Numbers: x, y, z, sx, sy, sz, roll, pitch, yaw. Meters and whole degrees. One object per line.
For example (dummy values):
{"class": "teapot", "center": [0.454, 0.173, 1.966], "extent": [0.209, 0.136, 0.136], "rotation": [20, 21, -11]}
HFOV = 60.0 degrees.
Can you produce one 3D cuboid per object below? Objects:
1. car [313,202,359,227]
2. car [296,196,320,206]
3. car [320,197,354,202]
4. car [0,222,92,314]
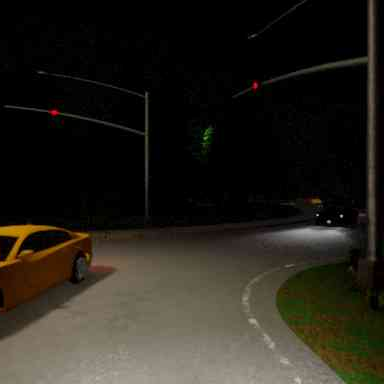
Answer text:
{"class": "car", "center": [9.981, 1.574, 22.774], "extent": [1.895, 1.301, 4.718], "rotation": [0, 0, 37]}
{"class": "car", "center": [19.596, 1.451, 56.078], "extent": [1.882, 1.535, 5.008], "rotation": [0, 0, -16]}
{"class": "car", "center": [16.184, 1.536, 37.297], "extent": [1.994, 1.385, 4.181], "rotation": [0, 0, 9]}
{"class": "car", "center": [-3.848, 1.471, 6.877], "extent": [1.882, 1.535, 5.008], "rotation": [-1, 0, 8]}
